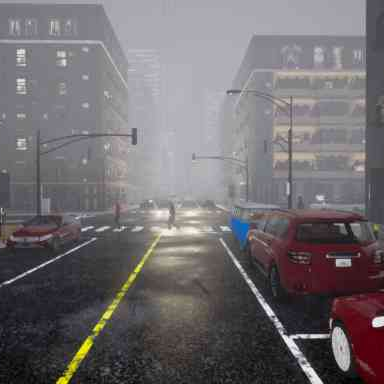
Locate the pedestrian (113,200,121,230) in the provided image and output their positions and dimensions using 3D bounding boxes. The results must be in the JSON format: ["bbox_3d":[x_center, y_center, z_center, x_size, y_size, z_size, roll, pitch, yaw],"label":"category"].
[{"bbox_3d":[-4.342,1.292,19.410,0.375,1.860,0.375,0,0,0],"label":"pedestrian"}]

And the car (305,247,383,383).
[{"bbox_3d":[2.667,1.544,2.652,1.887,1.381,4.507,0,0,0],"label":"car"}]

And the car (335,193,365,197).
[{"bbox_3d":[15.484,1.031,33.350,5.009,1.841,2.192,-1,1,-1],"label":"car"}]

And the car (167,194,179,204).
[{"bbox_3d":[-3.583,1.366,64.873,2.097,1.767,4.553,0,0,0],"label":"car"}]

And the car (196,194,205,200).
[{"bbox_3d":[2.161,1.556,62.671,1.887,1.381,4.507,0,0,0],"label":"car"}]

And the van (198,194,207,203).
[{"bbox_3d":[2.113,1.356,68.194,1.690,1.788,3.998,0,0,0],"label":"van"}]

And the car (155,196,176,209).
[{"bbox_3d":[-3.449,1.603,43.983,1.895,1.301,4.718,0,0,-1],"label":"car"}]

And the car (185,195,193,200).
[{"bbox_3d":[-0.715,1.455,85.569,1.895,1.301,4.718,0,0,0],"label":"car"}]

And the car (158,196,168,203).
[{"bbox_3d":[-6.312,1.563,73.660,1.887,1.381,4.507,0,0,0],"label":"car"}]

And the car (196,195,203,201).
[{"bbox_3d":[1.927,1.557,90.457,1.752,1.417,4.829,0,0,0],"label":"car"}]

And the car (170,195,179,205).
[{"bbox_3d":[-3.540,1.571,54.045,1.994,1.385,4.181,0,0,-1],"label":"car"}]

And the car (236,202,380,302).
[{"bbox_3d":[2.618,1.314,8.180,2.192,1.841,5.009,0,0,0],"label":"car"}]

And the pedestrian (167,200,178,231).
[{"bbox_3d":[-1.148,1.292,18.833,0.375,1.860,0.375,0,0,0],"label":"pedestrian"}]

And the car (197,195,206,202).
[{"bbox_3d":[2.255,1.571,51.625,1.947,1.339,4.313,0,0,0],"label":"car"}]

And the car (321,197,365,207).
[{"bbox_3d":[13.373,1.368,30.739,4.718,1.301,1.895,-1,0,-1],"label":"car"}]

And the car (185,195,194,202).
[{"bbox_3d":[-0.631,1.536,75.533,1.812,1.442,4.674,0,0,0],"label":"car"}]

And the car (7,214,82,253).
[{"bbox_3d":[-5.807,1.581,13.639,1.802,1.307,4.206,0,0,0],"label":"car"}]

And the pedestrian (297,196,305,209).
[{"bbox_3d":[5.894,1.140,18.188,0.375,1.860,0.375,0,0,0],"label":"pedestrian"}]

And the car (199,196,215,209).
[{"bbox_3d":[2.301,1.585,46.101,1.802,1.307,4.206,0,0,0],"label":"car"}]

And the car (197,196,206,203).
[{"bbox_3d":[2.069,1.585,73.718,1.947,1.339,4.313,0,0,0],"label":"car"}]

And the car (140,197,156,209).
[{"bbox_3d":[-6.080,1.569,46.043,1.947,1.339,4.313,0,0,0],"label":"car"}]

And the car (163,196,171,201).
[{"bbox_3d":[-6.405,1.609,84.706,1.802,1.307,4.206,0,0,0],"label":"car"}]

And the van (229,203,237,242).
[{"bbox_3d":[2.572,1.340,13.708,1.690,1.788,3.998,0,0,0],"label":"van"}]

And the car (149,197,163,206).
[{"bbox_3d":[-6.173,1.574,57.090,1.947,1.339,4.313,0,0,0],"label":"car"}]
